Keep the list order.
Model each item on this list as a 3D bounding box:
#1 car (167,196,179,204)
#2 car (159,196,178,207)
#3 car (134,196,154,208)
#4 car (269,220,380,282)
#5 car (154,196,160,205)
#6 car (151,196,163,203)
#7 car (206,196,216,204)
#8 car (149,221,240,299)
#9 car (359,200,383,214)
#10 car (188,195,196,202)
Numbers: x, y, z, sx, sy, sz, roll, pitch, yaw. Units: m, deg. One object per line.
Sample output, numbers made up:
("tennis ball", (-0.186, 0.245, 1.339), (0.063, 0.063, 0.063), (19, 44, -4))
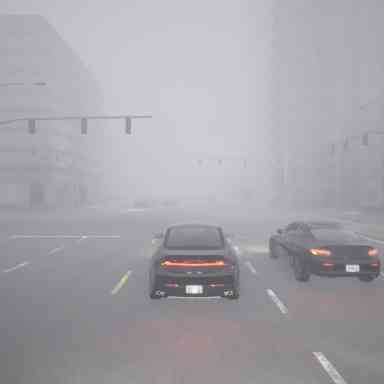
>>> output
("car", (-3.524, 1.547, 62.782), (2.033, 1.411, 5.357), (0, 0, 0))
("car", (-3.553, 1.477, 52.127), (1.882, 1.535, 5.008), (0, 0, 0))
("car", (-7.072, 1.601, 47.991), (1.895, 1.301, 4.718), (0, 0, 0))
("car", (3.567, 1.526, 9.664), (1.812, 1.442, 4.674), (0, 0, 0))
("car", (-7.060, 1.477, 57.502), (1.882, 1.535, 5.008), (0, 0, 0))
("car", (-6.997, 1.564, 67.466), (1.994, 1.385, 4.181), (0, 0, 1))
("car", (3.617, 1.504, 64.678), (1.837, 1.490, 4.892), (0, 0, 0))
("car", (0.061, 1.505, 8.409), (1.837, 1.490, 4.892), (0, 0, 0))
("car", (20.858, 1.547, 35.520), (5.357, 1.411, 2.033), (0, 0, 1))
("car", (0.025, 1.364, 73.917), (2.128, 1.511, 4.902), (0, 0, 0))
